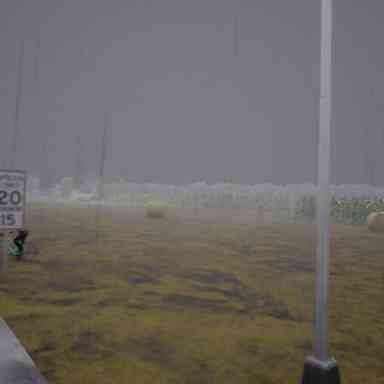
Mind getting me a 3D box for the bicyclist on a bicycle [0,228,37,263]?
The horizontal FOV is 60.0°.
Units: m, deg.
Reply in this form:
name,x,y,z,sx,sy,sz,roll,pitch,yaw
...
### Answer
name,x,y,z,sx,sy,sz,roll,pitch,yaw
bicyclist on a bicycle,-6.157,1.629,11.390,1.656,1.620,0.582,4,-2,-40
